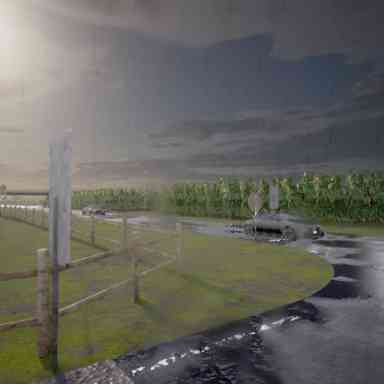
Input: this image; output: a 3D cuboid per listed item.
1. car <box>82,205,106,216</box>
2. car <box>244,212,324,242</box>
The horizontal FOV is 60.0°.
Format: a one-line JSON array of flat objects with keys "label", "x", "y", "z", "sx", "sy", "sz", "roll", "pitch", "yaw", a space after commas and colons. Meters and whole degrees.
[{"label": "car", "x": -12.320, "y": 2.322, "z": 41.682, "sx": 1.994, "sy": 1.385, "sz": 4.181, "roll": 1, "pitch": -2, "yaw": -35}, {"label": "car", "x": 4.698, "y": 1.755, "z": 17.435, "sx": 1.994, "sy": 1.385, "sz": 4.181, "roll": 1, "pitch": -2, "yaw": -35}]
